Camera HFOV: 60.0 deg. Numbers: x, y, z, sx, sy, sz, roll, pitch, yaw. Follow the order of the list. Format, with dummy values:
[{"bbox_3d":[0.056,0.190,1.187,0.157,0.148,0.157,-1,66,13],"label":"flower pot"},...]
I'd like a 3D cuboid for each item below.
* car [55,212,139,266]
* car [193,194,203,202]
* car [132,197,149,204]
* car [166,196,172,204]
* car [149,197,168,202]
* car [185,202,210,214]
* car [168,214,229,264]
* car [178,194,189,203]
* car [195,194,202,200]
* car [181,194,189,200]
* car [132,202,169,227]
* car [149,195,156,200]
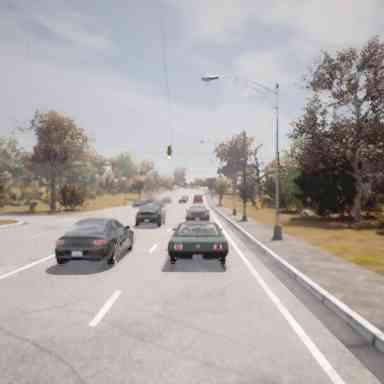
[{"bbox_3d":[-3.303,1.636,11.932,1.812,1.442,4.674,0,0,1],"label":"car"},{"bbox_3d":[1.415,1.445,76.153,2.150,2.045,5.566,0,2,1],"label":"car"},{"bbox_3d":[-9.484,2.056,59.620,1.837,1.490,4.892,0,0,2],"label":"car"},{"bbox_3d":[-5.612,1.760,74.973,1.882,1.535,5.008,0,2,1],"label":"car"},{"bbox_3d":[-5.984,2.077,59.515,1.812,1.442,4.674,0,0,2],"label":"car"},{"bbox_3d":[0.445,1.767,25.873,1.812,1.442,4.674,0,0,1],"label":"car"},{"bbox_3d":[0.213,1.716,12.313,1.895,1.301,4.718,0,-1,1],"label":"car"},{"bbox_3d":[-2.075,1.798,76.659,1.895,1.301,4.718,0,2,1],"label":"car"},{"bbox_3d":[1.637,1.215,86.590,1.895,1.301,4.718,0,2,1],"label":"car"},{"bbox_3d":[-1.862,1.214,86.664,1.895,1.301,4.718,0,2,1],"label":"car"},{"bbox_3d":[-3.062,1.739,25.177,1.837,1.490,4.892,0,-1,1],"label":"car"},{"bbox_3d":[-9.110,1.636,75.097,2.097,1.767,4.553,0,2,1],"label":"car"}]
